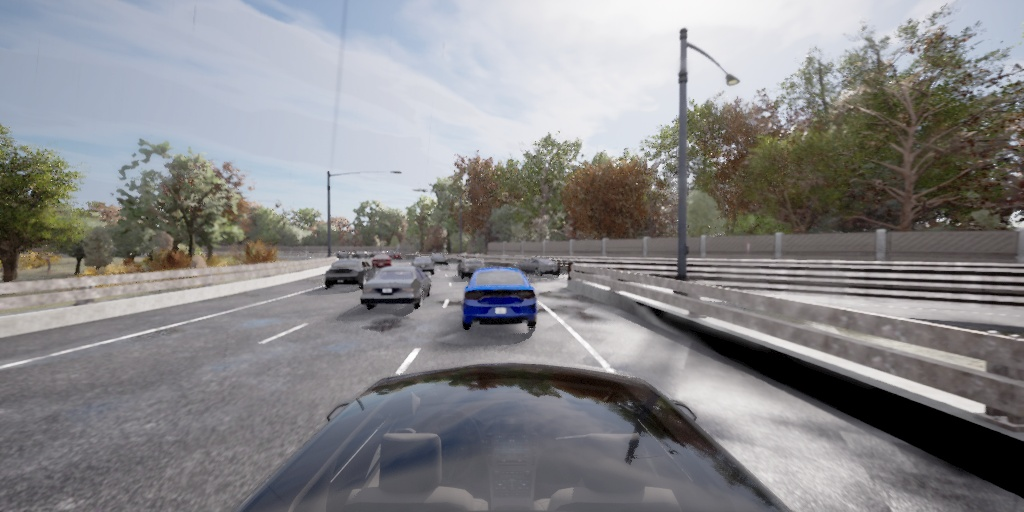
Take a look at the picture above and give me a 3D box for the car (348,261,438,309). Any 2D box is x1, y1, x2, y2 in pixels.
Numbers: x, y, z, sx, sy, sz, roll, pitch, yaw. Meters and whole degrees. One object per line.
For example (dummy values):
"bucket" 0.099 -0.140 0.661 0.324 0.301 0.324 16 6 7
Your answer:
"car" -4.202 1.082 13.672 2.033 1.411 5.357 0 1 -7

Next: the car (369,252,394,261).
"car" -13.433 0.597 37.011 1.882 1.535 5.008 0 1 -19

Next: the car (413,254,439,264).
"car" -7.481 0.785 29.922 2.033 1.411 5.357 0 1 -15

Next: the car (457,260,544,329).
"car" -0.428 1.060 10.684 1.882 1.535 5.008 0 1 -4

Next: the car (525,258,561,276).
"car" 1.809 0.818 27.523 1.994 1.385 4.181 -1 1 -36

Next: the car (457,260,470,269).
"car" -2.866 0.907 25.735 1.895 1.301 4.718 0 1 -13

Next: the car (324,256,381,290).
"car" -8.768 0.937 19.784 1.837 1.490 4.892 0 1 -10

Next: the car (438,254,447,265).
"car" -9.939 0.477 47.160 1.994 1.385 4.181 -1 1 -26
